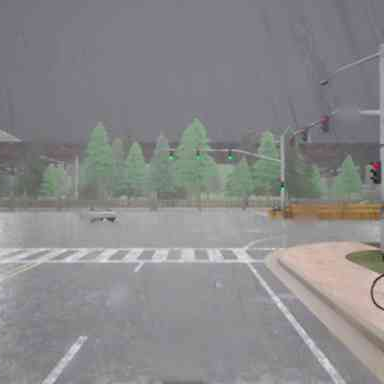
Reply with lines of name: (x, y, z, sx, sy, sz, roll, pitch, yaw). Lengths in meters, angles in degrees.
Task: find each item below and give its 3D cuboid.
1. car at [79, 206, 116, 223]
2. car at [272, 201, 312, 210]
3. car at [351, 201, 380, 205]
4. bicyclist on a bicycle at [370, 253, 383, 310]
car: (-7.949, 1.837, 27.678, 1.895, 1.301, 4.718, 0, -1, -32)
car: (12.597, 1.866, 41.844, 4.892, 1.490, 1.837, 0, 0, -1)
car: (22.000, 1.842, 42.028, 5.008, 1.535, 1.882, 0, 0, -1)
bicyclist on a bicycle: (4.035, 1.355, 6.077, 1.656, 1.620, 0.582, 0, 0, -5)
